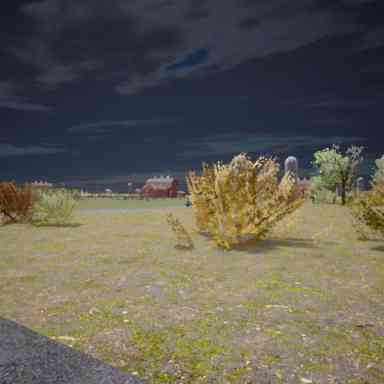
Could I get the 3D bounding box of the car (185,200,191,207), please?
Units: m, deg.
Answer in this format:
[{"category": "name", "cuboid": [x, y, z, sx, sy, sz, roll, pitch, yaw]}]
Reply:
[{"category": "car", "cuboid": [0.701, 2.067, 62.467, 1.837, 1.490, 4.892, -1, -1, 36]}]
